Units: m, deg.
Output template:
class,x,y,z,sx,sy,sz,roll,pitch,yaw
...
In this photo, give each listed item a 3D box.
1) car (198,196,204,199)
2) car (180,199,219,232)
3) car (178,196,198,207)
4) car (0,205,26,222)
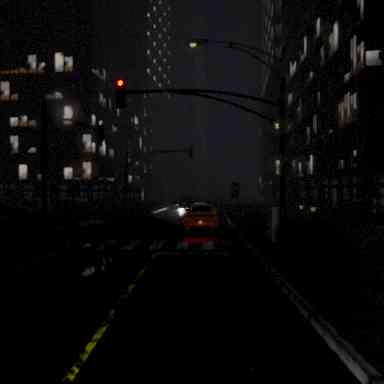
class,x,y,z,sx,sy,sz,roll,pitch,yaw
car,1.233,1.394,63.906,1.895,1.301,4.718,0,0,8
car,0.554,1.435,19.781,1.882,1.535,5.008,0,0,3
car,-0.747,1.354,46.853,2.128,1.511,4.902,0,0,6
car,-16.491,1.795,28.395,4.403,1.369,2.008,-1,1,10
